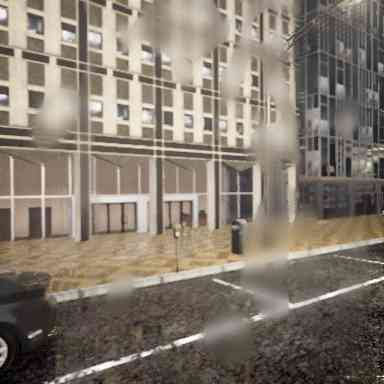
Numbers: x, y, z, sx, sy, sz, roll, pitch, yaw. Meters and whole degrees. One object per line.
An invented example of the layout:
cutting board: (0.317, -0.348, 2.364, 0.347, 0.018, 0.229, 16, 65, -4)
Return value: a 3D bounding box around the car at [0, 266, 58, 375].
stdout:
car: (-3.893, 1.555, 3.791, 4.403, 1.369, 2.008, 0, -1, -36)
